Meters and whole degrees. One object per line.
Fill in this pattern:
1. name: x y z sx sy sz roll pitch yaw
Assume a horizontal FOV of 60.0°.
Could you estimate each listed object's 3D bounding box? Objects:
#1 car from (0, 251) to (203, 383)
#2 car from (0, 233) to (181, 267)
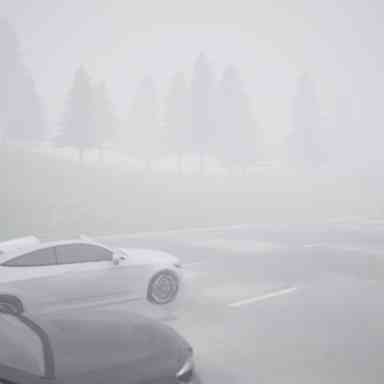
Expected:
1. car: -2.071 1.525 2.268 4.674 1.442 1.812 0 0 -36
2. car: -2.329 1.525 6.385 4.674 1.442 1.812 0 0 -36
